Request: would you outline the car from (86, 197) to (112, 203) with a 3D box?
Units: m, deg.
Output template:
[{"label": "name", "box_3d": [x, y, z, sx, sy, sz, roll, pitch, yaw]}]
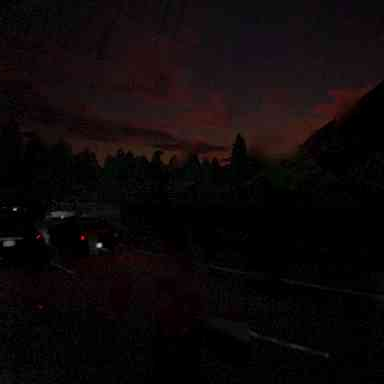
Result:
[{"label": "car", "box_3d": [-20.103, 1.736, 73.493, 2.033, 1.411, 5.357, 0, 1, 33]}]

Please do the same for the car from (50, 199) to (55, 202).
[{"label": "car", "box_3d": [-27.887, 1.841, 59.971, 2.128, 1.511, 4.902, 0, 0, 23]}]

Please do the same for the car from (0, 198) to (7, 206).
[{"label": "car", "box_3d": [-38.082, 1.974, 62.925, 2.033, 1.411, 5.357, 0, 0, 22]}]

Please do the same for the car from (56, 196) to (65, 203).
[{"label": "car", "box_3d": [-27.428, 1.817, 75.070, 1.812, 1.442, 4.674, 0, 1, 33]}]

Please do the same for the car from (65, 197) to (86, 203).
[{"label": "car", "box_3d": [-24.486, 1.809, 73.174, 2.033, 1.411, 5.357, 0, 1, 33]}]

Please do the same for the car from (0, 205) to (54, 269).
[{"label": "car", "box_3d": [-6.396, 1.468, 10.856, 2.097, 1.767, 4.553, 0, -1, -39]}]

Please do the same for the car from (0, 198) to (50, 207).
[{"label": "car", "box_3d": [-14.776, 1.525, 29.626, 2.150, 2.045, 5.566, -1, 0, -10]}]

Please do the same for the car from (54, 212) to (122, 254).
[{"label": "car", "box_3d": [-4.839, 1.748, 14.448, 1.895, 1.301, 4.718, 0, -1, -36]}]

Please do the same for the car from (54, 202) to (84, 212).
[{"label": "car", "box_3d": [-11.351, 1.905, 30.558, 1.895, 1.301, 4.718, 0, 0, -9]}]
